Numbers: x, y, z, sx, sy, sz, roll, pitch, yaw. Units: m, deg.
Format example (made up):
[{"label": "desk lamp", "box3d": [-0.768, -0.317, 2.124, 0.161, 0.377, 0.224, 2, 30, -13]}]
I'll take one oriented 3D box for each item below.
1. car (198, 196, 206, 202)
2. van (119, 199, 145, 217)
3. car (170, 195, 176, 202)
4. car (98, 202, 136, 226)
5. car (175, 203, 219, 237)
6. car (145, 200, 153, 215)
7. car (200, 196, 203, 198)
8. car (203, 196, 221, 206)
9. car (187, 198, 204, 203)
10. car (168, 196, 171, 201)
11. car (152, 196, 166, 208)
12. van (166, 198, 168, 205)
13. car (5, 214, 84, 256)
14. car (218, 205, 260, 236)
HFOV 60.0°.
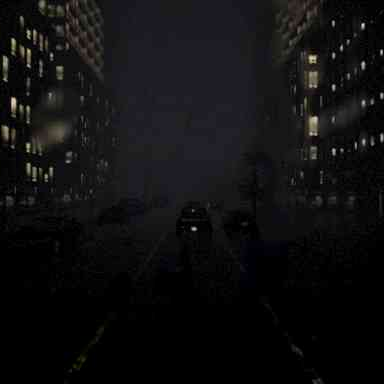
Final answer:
[{"label": "car", "box3d": [2.708, 1.841, 87.336, 1.967, 1.590, 4.097, 0, 0, 0]}, {"label": "van", "box3d": [-5.681, 1.490, 30.433, 1.690, 1.788, 3.998, 0, 0, 0]}, {"label": "car", "box3d": [-5.673, 1.925, 87.183, 1.752, 1.417, 4.829, 0, 0, 0]}, {"label": "car", "box3d": [-5.683, 1.666, 24.740, 1.887, 1.381, 4.507, 0, 0, 0]}, {"label": "car", "box3d": [0.103, 1.584, 18.558, 2.128, 1.511, 4.902, 0, 0, 0]}, {"label": "car", "box3d": [-5.682, 1.757, 36.124, 1.802, 1.307, 4.206, 0, 0, 0]}, {"label": "car", "box3d": [2.703, 1.804, 59.047, 1.752, 1.417, 4.829, 0, 0, 0]}, {"label": "car", "box3d": [2.701, 1.642, 41.801, 1.967, 1.590, 4.097, 0, 0, 0]}, {"label": "car", "box3d": [0.106, 1.683, 36.589, 1.837, 1.490, 4.892, 0, 0, 0]}, {"label": "car", "box3d": [-5.677, 1.868, 64.585, 1.947, 1.339, 4.313, 0, 0, 0]}, {"label": "car", "box3d": [-5.678, 1.692, 53.200, 1.967, 1.590, 4.097, 0, 0, 0]}, {"label": "van", "box3d": [-5.676, 1.618, 58.894, 1.690, 1.788, 3.998, 0, 0, 0]}, {"label": "car", "box3d": [-5.685, 1.617, 13.355, 2.008, 1.369, 4.403, 0, 0, 0]}, {"label": "car", "box3d": [2.696, 1.661, 19.034, 1.947, 1.339, 4.313, 0, 0, 0]}]
